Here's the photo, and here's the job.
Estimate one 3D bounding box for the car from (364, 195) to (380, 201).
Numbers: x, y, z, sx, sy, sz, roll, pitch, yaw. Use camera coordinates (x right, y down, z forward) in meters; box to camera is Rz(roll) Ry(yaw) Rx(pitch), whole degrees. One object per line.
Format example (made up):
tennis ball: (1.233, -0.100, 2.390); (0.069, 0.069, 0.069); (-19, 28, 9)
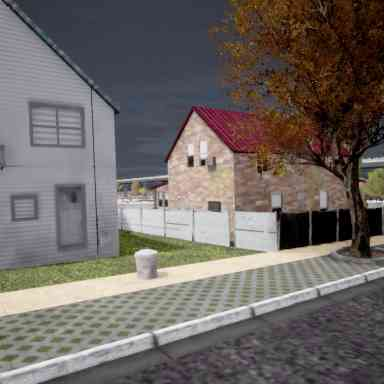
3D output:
car: (31.967, 1.846, 61.764); (2.033, 1.411, 5.357); (-2, 0, 0)

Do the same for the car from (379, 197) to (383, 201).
car: (28.481, 1.779, 45.689); (1.882, 1.535, 5.008); (-2, 0, 1)

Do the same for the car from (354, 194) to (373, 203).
car: (38.569, 1.440, 74.916); (2.097, 1.767, 4.553); (-2, 0, 0)

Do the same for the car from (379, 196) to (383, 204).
car: (38.485, 1.600, 64.514); (1.837, 1.490, 4.892); (-2, 0, 0)

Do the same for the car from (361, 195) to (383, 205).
car: (35.235, 1.577, 64.828); (2.097, 1.767, 4.553); (-2, 0, 0)
